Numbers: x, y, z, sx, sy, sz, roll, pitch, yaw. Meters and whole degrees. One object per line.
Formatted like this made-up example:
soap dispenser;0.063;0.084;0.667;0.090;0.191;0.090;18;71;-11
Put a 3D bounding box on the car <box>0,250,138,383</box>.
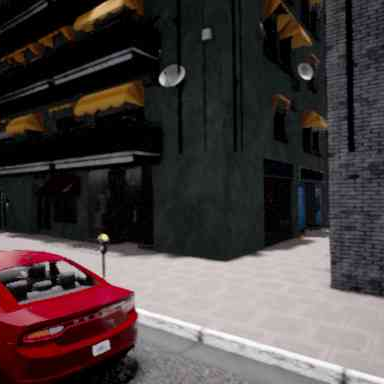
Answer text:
car;-2.789;1.537;4.883;4.507;1.381;1.887;0;-1;36
